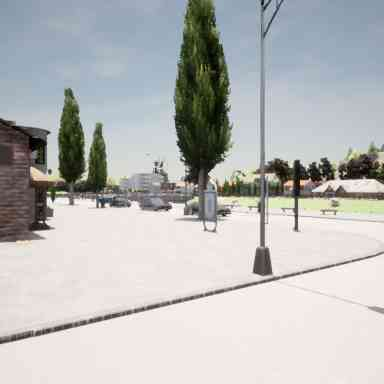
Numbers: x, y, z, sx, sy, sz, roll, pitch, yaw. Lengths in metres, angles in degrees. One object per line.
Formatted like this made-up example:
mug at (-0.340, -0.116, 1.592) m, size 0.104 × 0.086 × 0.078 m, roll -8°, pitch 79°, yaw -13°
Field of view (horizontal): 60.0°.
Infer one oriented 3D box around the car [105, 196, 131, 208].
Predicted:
car at (-10.385, 1.564, 47.967) m, size 1.994 × 1.385 × 4.181 m, roll 0°, pitch 0°, yaw -35°

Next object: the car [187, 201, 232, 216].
car at (1.360, 1.547, 31.560) m, size 2.033 × 1.411 × 5.357 m, roll 0°, pitch 0°, yaw -36°

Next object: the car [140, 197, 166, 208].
car at (-5.726, 1.525, 48.626) m, size 1.812 × 1.442 × 4.674 m, roll 0°, pitch 0°, yaw -36°

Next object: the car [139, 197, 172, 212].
car at (-4.511, 1.547, 39.739) m, size 2.033 × 1.411 × 5.357 m, roll 0°, pitch 0°, yaw -36°

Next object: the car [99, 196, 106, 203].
car at (-16.851, 1.478, 64.110) m, size 1.882 × 1.535 × 5.008 m, roll 0°, pitch 0°, yaw -36°
